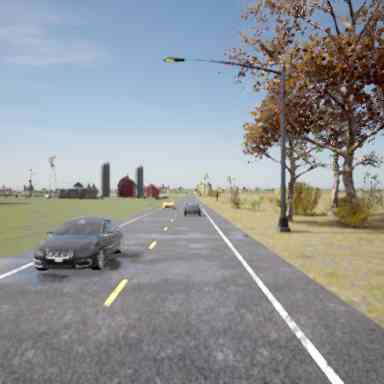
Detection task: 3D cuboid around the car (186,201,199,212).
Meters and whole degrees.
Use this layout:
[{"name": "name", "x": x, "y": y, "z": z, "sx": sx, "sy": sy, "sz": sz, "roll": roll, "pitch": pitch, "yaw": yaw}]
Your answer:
[{"name": "car", "x": 0.036, "y": 1.991, "z": 47.193, "sx": 1.812, "sy": 1.442, "sz": 4.674, "roll": 0, "pitch": 0, "yaw": -1}]

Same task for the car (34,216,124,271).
[{"name": "car", "x": -3.611, "y": 1.620, "z": 11.433, "sx": 1.837, "sy": 1.490, "sz": 4.892, "roll": 0, "pitch": -1, "yaw": 0}]

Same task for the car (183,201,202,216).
[{"name": "car", "x": 0.058, "y": 1.855, "z": 36.746, "sx": 2.128, "sy": 1.511, "sz": 4.902, "roll": 0, "pitch": -1, "yaw": 0}]

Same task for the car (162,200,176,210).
[{"name": "car", "x": -3.641, "y": 1.996, "z": 52.810, "sx": 1.882, "sy": 1.535, "sz": 5.008, "roll": 0, "pitch": -1, "yaw": 0}]
